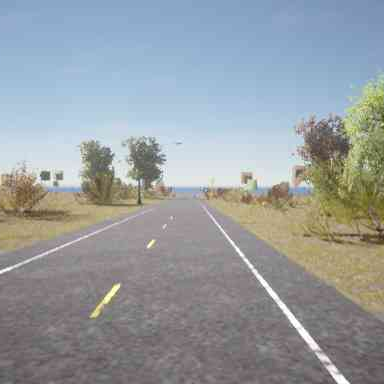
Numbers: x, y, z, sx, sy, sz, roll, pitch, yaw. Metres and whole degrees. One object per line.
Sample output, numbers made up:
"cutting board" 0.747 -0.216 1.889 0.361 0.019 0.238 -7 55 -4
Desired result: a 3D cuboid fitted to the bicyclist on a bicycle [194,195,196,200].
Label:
"bicyclist on a bicycle" 0.951 1.573 94.155 0.582 1.620 1.656 -1 0 0
